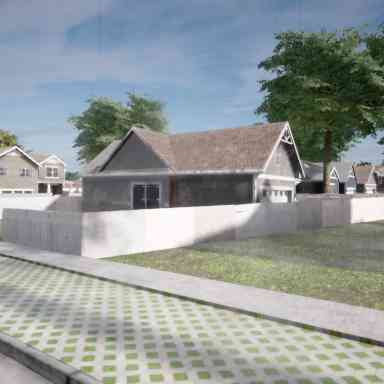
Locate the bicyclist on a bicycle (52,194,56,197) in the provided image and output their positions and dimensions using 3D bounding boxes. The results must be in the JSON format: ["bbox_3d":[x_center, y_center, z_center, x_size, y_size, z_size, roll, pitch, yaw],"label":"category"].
[{"bbox_3d":[-13.073,1.028,31.582,1.656,1.620,0.582,0,1,34],"label":"bicyclist on a bicycle"}]
